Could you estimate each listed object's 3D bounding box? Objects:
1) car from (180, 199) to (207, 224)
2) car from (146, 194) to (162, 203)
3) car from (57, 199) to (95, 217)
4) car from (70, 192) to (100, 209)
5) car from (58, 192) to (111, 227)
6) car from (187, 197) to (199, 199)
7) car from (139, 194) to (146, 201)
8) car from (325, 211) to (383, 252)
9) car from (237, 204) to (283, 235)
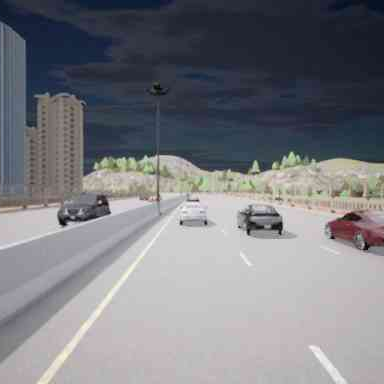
[{"bbox_3d":[0.104,1.443,23.540,1.812,1.442,4.674,0,0,0],"label":"car"},{"bbox_3d":[-6.916,1.130,63.703,2.097,1.767,4.553,0,0,1],"label":"car"},{"bbox_3d":[-10.591,1.418,30.757,1.812,1.442,4.674,0,0,0],"label":"car"},{"bbox_3d":[-14.069,1.070,44.187,2.150,2.045,5.566,0,0,0],"label":"car"},{"bbox_3d":[-7.094,1.142,22.545,2.150,2.045,5.566,0,0,0],"label":"car"},{"bbox_3d":[0.106,1.346,41.574,2.128,1.511,4.902,0,0,0],"label":"car"},{"bbox_3d":[-10.210,1.247,71.924,1.837,1.490,4.892,0,0,1],"label":"car"},{"bbox_3d":[7.103,1.477,13.569,1.812,1.442,4.674,0,0,0],"label":"car"},{"bbox_3d":[3.604,1.427,18.244,2.128,1.511,4.902,0,0,0],"label":"car"}]
